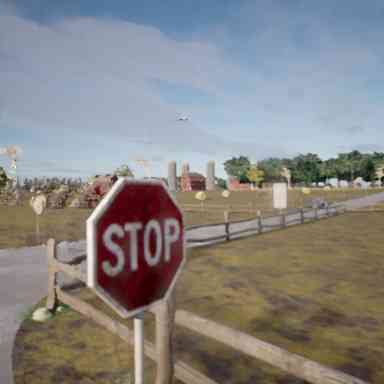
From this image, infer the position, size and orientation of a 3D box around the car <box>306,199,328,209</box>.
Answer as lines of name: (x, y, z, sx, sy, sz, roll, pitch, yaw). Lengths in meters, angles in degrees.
car: (17.872, 1.656, 47.218, 2.033, 1.411, 5.357, -2, 0, 36)
